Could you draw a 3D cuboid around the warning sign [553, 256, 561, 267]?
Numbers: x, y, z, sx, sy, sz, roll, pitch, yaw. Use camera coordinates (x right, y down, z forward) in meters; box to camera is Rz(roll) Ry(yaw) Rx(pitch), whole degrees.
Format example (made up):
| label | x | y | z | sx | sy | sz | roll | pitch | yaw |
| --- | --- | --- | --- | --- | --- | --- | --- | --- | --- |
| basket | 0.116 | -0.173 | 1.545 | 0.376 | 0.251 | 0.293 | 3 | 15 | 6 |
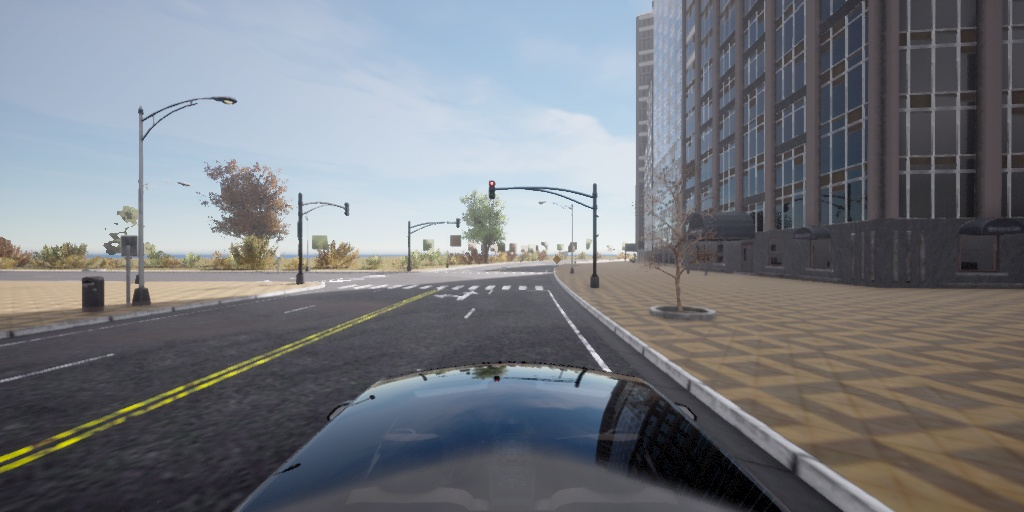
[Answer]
| label | x | y | z | sx | sy | sz | roll | pitch | yaw |
| --- | --- | --- | --- | --- | --- | --- | --- | --- | --- |
| warning sign | 7.155 | 0.877 | 57.150 | 1.300 | 1.860 | 1.060 | 0 | 0 | 9 |
